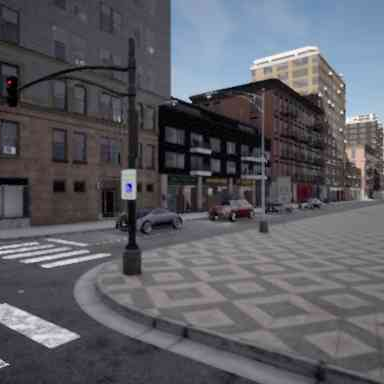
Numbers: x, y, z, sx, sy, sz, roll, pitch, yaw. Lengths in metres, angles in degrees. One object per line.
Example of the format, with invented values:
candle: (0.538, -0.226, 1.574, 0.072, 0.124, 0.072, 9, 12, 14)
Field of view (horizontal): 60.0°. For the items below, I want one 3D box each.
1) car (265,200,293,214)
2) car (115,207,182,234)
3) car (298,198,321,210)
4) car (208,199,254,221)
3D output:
car: (9.035, 1.564, 34.812, 1.994, 1.385, 4.181, 0, 0, 36)
car: (-2.424, 1.552, 19.308, 1.994, 1.385, 4.181, 0, 0, 36)
car: (15.272, 1.503, 43.182, 2.128, 1.511, 4.902, 0, 0, 37)
car: (3.170, 1.345, 26.876, 2.097, 1.767, 4.553, 0, 0, 36)
